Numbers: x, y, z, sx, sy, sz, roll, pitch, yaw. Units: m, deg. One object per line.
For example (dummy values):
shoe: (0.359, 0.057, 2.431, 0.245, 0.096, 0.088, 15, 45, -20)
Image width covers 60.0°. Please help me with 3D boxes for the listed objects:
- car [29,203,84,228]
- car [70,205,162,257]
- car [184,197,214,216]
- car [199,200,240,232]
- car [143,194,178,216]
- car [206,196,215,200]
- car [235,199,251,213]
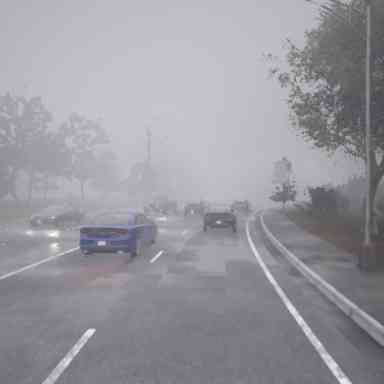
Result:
car: (-8.749, 1.500, 22.080, 1.812, 1.442, 4.674, 0, 0, 9)
car: (-2.649, 1.474, 13.000, 1.882, 1.535, 5.008, 0, 0, 5)
car: (0.538, 1.520, 32.284, 1.837, 1.490, 4.892, 0, 0, 13)
car: (1.817, 1.494, 20.468, 1.882, 1.535, 5.008, 0, 0, 9)
car: (-3.054, 1.221, 33.231, 2.150, 2.045, 5.566, 0, 0, 14)
car: (2.968, 1.553, 61.818, 1.812, 1.442, 4.674, 0, 0, 24)
car: (5.730, 1.532, 38.382, 2.128, 1.511, 4.902, 0, 0, 16)
